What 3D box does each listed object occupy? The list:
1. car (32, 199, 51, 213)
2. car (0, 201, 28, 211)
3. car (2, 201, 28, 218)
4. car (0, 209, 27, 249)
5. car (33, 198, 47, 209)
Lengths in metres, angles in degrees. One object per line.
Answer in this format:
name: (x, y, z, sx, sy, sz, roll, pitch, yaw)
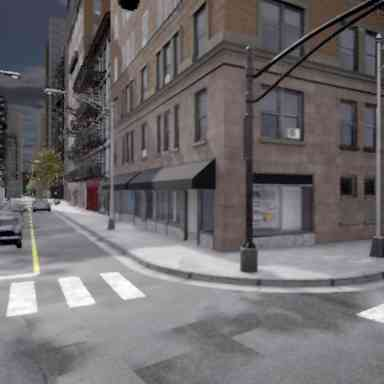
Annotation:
car: (-18.545, 1.777, 41.210, 1.994, 1.385, 4.181, 0, 0, -25)
car: (-12.945, 1.604, 23.767, 2.128, 1.511, 4.902, 0, 0, -26)
car: (-17.486, 1.656, 33.015, 2.128, 1.511, 4.902, 0, 0, -26)
car: (-8.439, 1.666, 14.621, 1.895, 1.301, 4.718, 0, 0, -26)
car: (-23.736, 1.787, 51.777, 1.837, 1.490, 4.892, 0, 0, -27)
